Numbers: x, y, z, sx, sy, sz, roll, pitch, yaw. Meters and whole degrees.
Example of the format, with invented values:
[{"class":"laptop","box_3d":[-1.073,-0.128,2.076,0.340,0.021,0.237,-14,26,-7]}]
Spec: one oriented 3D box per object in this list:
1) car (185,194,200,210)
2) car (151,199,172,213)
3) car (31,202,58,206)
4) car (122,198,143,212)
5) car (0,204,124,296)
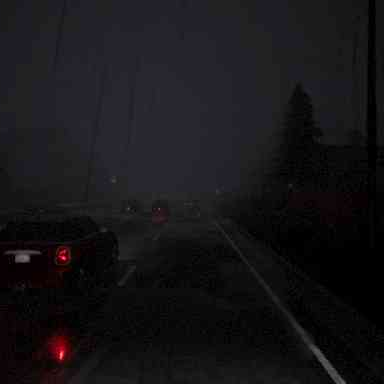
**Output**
[{"class":"car","box_3d":[0.046,1.457,42.722,1.801,1.575,5.366,0,0,1]},{"class":"car","box_3d":[-3.387,1.505,36.923,1.837,1.490,4.892,0,0,0]},{"class":"car","box_3d":[-10.390,1.492,24.046,2.128,1.511,4.902,0,0,0]},{"class":"car","box_3d":[-6.887,1.505,38.301,1.837,1.490,4.892,0,0,0]},{"class":"car","box_3d":[-3.397,1.352,8.792,2.097,1.767,4.553,0,0,0]}]
